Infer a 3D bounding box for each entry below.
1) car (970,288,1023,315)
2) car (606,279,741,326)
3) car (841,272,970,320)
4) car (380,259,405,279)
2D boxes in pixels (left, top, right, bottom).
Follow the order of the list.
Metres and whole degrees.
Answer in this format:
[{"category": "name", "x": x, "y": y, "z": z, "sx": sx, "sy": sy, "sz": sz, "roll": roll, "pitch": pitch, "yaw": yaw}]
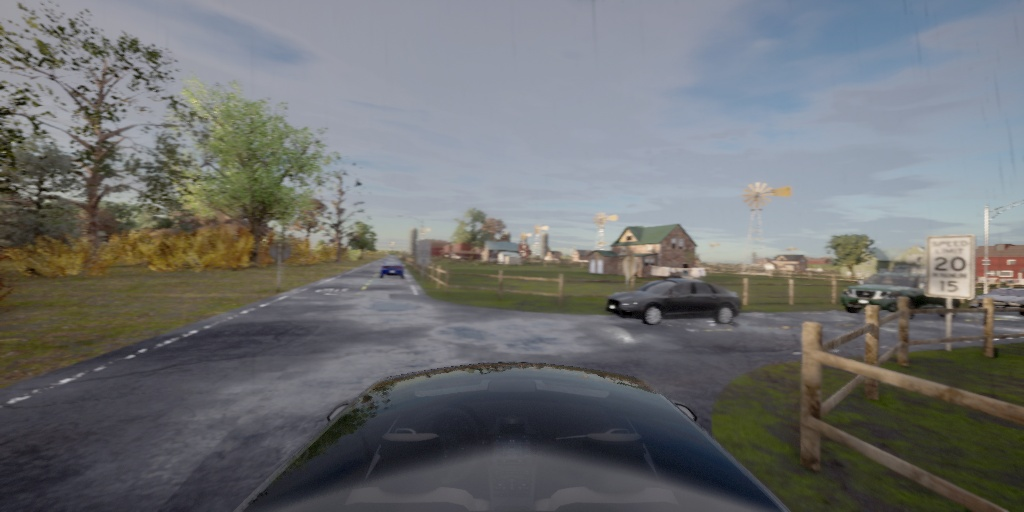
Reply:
[{"category": "car", "x": 28.770, "y": 2.552, "z": 20.480, "sx": 5.357, "sy": 1.411, "sz": 2.033, "roll": 2, "pitch": -1, "yaw": -19}, {"category": "car", "x": 5.754, "y": 1.580, "z": 12.822, "sx": 4.892, "sy": 1.490, "sz": 1.837, "roll": 2, "pitch": -1, "yaw": -15}, {"category": "car", "x": 18.295, "y": 1.803, "z": 16.875, "sx": 5.566, "sy": 2.045, "sz": 2.150, "roll": 3, "pitch": -1, "yaw": -19}, {"category": "car", "x": -10.421, "y": 1.102, "z": 31.347, "sx": 1.882, "sy": 1.535, "sz": 5.008, "roll": 3, "pitch": -1, "yaw": -18}]
